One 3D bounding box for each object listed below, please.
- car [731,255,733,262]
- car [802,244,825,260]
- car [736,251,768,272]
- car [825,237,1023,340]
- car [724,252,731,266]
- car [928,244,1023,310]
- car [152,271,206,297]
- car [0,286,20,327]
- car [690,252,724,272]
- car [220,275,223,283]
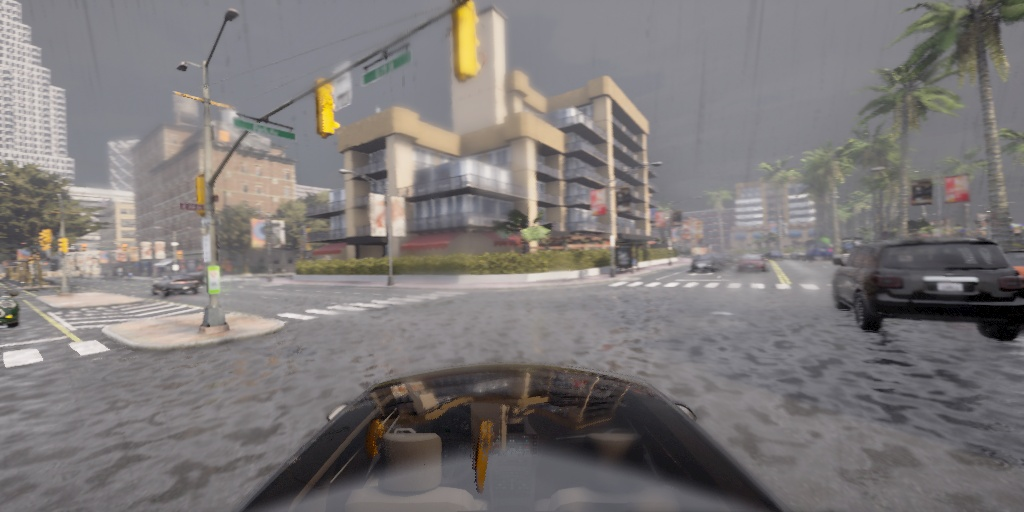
[{"bbox_3d":[28.621,0.184,48.405,2.128,1.511,4.902,-2,0,35],"label":"car"},{"bbox_3d":[40.622,-0.515,47.457,2.150,2.045,5.566,-2,0,31],"label":"car"},{"bbox_3d":[20.145,0.534,30.135,1.812,1.442,4.674,-2,0,35],"label":"car"},{"bbox_3d":[9.693,0.619,8.875,2.150,2.045,5.566,-2,0,35],"label":"car"},{"bbox_3d":[22.686,0.458,39.892,2.033,1.411,5.357,-2,0,35],"label":"car"},{"bbox_3d":[15.763,0.530,11.456,2.097,1.767,4.553,-2,0,35],"label":"car"},{"bbox_3d":[-24.902,2.116,26.532,4.902,1.511,2.128,-2,0,34],"label":"car"},{"bbox_3d":[-20.368,1.823,13.494,4.553,1.767,2.097,-2,0,35],"label":"car"},{"bbox_3d":[17.301,0.601,32.175,2.128,1.511,4.902,-2,0,35],"label":"car"},{"bbox_3d":[-35.034,2.454,40.746,1.882,1.535,5.008,-2,0,-15],"label":"car"}]
